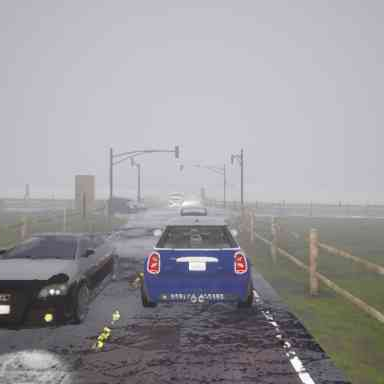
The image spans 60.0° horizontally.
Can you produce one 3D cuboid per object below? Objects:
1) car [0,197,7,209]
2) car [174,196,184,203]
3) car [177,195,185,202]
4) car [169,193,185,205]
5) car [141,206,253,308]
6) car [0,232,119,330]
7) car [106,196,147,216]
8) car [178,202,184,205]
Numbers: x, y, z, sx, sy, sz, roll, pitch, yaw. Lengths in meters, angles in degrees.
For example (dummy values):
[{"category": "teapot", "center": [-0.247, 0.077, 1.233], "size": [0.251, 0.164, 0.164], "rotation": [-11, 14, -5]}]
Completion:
[{"category": "car", "center": [-23.350, 0.811, 36.375], "size": [5.566, 2.045, 2.150], "rotation": [1, 0, 0]}, {"category": "car", "center": [-2.735, 1.615, 69.928], "size": [1.895, 1.301, 4.718], "rotation": [0, 0, 0]}, {"category": "car", "center": [-2.701, 1.549, 80.270], "size": [1.812, 1.442, 4.674], "rotation": [0, 0, 0]}, {"category": "car", "center": [-2.839, 1.237, 59.906], "size": [2.150, 2.045, 5.566], "rotation": [0, 0, 0]}, {"category": "car", "center": [0.096, 1.353, 8.096], "size": [2.097, 1.767, 4.553], "rotation": [0, 0, 0]}, {"category": "car", "center": [-2.860, 1.565, 6.951], "size": [1.994, 1.385, 4.181], "rotation": [0, 0, 0]}, {"category": "car", "center": [-6.504, 1.265, 32.565], "size": [4.553, 1.767, 2.097], "rotation": [2, 2, 40]}, {"category": "car", "center": [0.091, 1.507, 17.262], "size": [1.837, 1.490, 4.892], "rotation": [0, 0, 0]}]
